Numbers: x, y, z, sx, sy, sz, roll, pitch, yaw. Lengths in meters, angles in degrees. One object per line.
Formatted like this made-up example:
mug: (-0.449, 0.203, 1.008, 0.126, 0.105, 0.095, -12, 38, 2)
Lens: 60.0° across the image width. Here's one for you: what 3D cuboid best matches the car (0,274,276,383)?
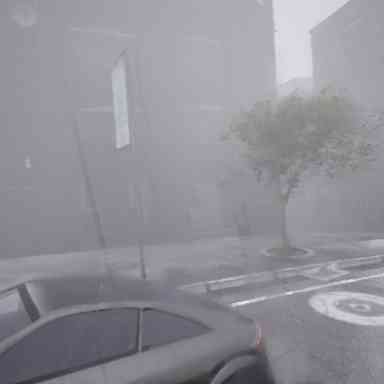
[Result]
car: (-1.281, 1.533, 2.843, 4.181, 1.385, 1.994, -1, 1, -33)
